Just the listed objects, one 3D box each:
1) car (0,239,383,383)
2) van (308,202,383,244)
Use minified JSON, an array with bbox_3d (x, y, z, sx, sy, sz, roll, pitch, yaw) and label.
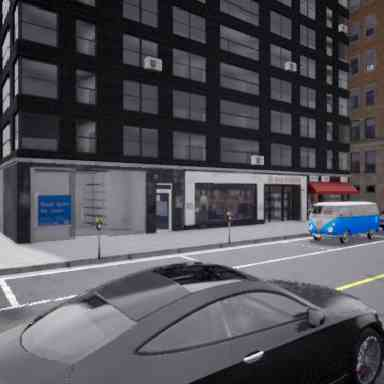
[{"bbox_3d":[0.223,1.525,3.593,4.674,1.442,1.812,0,0,-36],"label":"car"},{"bbox_3d":[7.074,1.342,15.444,3.998,1.788,1.690,0,0,-36],"label":"van"}]
